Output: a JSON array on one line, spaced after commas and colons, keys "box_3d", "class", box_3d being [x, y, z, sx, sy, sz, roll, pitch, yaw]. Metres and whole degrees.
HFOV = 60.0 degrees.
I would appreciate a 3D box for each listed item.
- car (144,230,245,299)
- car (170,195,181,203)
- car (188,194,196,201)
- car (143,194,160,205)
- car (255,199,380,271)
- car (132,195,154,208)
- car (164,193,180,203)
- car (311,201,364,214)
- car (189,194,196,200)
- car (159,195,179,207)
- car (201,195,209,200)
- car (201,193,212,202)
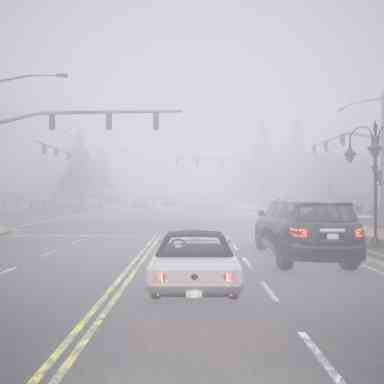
[{"box_3d": [0.064, 1.601, 8.379, 1.895, 1.301, 4.718, 0, 0, 0], "class": "car"}, {"box_3d": [-3.487, 1.525, 70.774, 2.128, 1.511, 4.902, 0, 0, 0], "class": "car"}, {"box_3d": [0.014, 1.514, 79.543, 1.812, 1.442, 4.674, 0, 0, 0], "class": "car"}, {"box_3d": [-7.073, 1.547, 57.247, 2.033, 1.411, 5.357, 0, 0, 0], "class": "car"}, {"box_3d": [3.581, 1.221, 11.103, 2.150, 2.045, 5.566, 0, 0, 0], "class": "car"}, {"box_3d": [-7.130, 1.547, 47.176, 2.033, 1.411, 5.357, 0, 0, 2], "class": "car"}, {"box_3d": [-3.570, 1.504, 60.576, 1.837, 1.490, 4.892, 0, 0, -1], "class": "car"}, {"box_3d": [14.939, 1.601, 34.318, 4.718, 1.301, 1.895, 0, 0, 0], "class": "car"}, {"box_3d": [0.016, 1.379, 89.851, 1.812, 1.442, 4.674, 0, 0, 0], "class": "car"}, {"box_3d": [-3.577, 1.564, 51.859, 1.994, 1.385, 4.181, 0, 0, 0], "class": "car"}, {"box_3d": [3.516, 1.407, 89.851, 1.994, 1.385, 4.181, 0, 0, 0], "class": "car"}, {"box_3d": [3.514, 1.215, 79.199, 2.150, 2.045, 5.566, 0, 0, 0], "class": "car"}]
